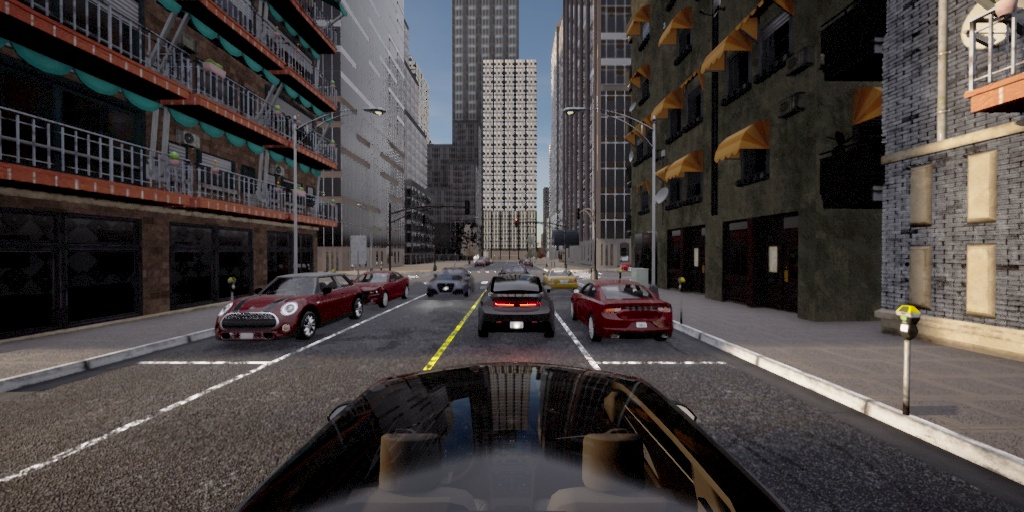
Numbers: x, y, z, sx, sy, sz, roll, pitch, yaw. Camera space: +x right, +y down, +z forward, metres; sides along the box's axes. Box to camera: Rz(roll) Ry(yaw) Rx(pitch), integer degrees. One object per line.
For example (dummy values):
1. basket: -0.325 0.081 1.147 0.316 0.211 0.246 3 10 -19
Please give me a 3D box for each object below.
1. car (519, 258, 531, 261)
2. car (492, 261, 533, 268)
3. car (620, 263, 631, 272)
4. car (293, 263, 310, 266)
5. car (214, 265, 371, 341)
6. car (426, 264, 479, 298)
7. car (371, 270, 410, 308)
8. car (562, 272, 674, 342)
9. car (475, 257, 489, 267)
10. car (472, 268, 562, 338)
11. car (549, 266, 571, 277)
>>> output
1. car: 2.736 1.181 64.234 1.967 1.591 4.097 0 0 0
2. car: 0.113 1.237 20.346 2.128 1.511 4.902 0 0 0
3. car: 14.291 1.002 39.842 4.507 1.381 1.888 0 0 0
4. car: -23.806 1.491 39.550 4.097 1.591 1.967 0 0 0
5. car: -5.686 1.188 9.682 1.967 1.591 4.097 0 0 0
6. car: -3.029 1.311 18.472 1.994 1.385 4.181 0 0 1
7. car: -5.682 1.292 15.205 1.888 1.381 4.507 0 0 0
8. car: 2.695 1.293 9.661 1.888 1.381 4.507 0 0 0
9. car: -5.644 1.286 64.242 1.888 1.381 4.507 0 0 0
10. car: 0.106 1.253 10.212 1.837 1.490 4.892 0 0 0
11. car: 2.703 1.271 20.878 1.751 1.417 4.829 0 0 0
